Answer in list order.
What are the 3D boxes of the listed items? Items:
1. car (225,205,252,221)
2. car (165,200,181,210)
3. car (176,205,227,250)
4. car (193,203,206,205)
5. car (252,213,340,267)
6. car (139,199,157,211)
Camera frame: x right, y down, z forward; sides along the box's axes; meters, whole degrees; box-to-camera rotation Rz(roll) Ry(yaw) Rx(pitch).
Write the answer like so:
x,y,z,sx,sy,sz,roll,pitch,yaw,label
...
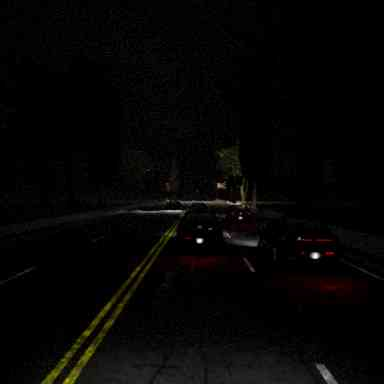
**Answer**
x,y,z,sx,sy,sz,roll,pitch,yaw,label
3.850,1.742,28.120,1.895,1.301,4.718,0,0,1,car
-2.488,1.769,45.055,1.994,1.385,4.181,0,0,1,car
0.343,1.563,14.762,1.837,1.490,4.892,0,0,1,car
0.648,1.702,30.393,1.994,1.385,4.181,0,0,1,car
3.518,1.562,11.691,1.837,1.490,4.892,0,-1,2,car
-5.751,1.712,44.462,1.812,1.442,4.674,0,0,1,car
